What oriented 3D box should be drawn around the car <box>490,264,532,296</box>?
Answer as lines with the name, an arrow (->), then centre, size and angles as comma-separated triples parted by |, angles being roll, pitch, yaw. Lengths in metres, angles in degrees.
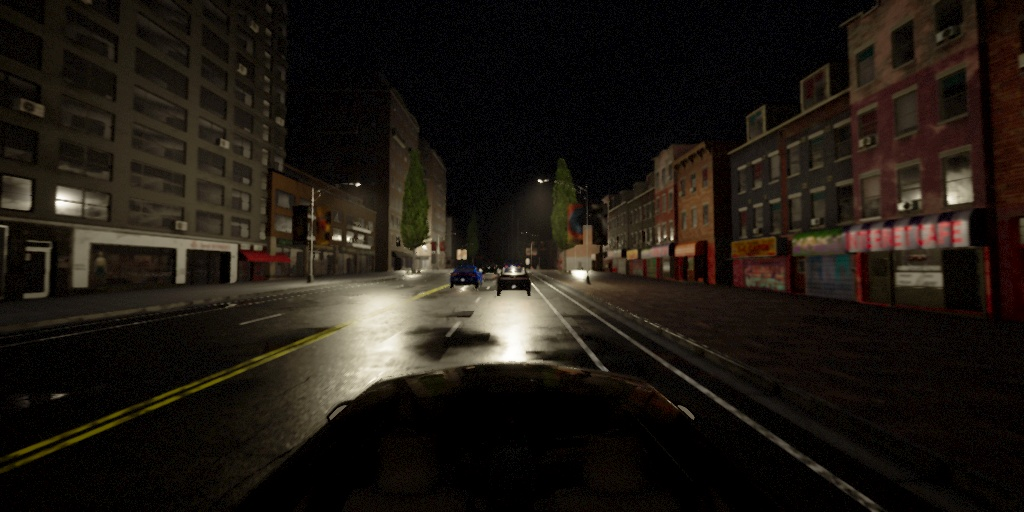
car -> 0.098, 1.379, 20.497 | 2.128, 1.511, 4.902 | 0, -1, 0

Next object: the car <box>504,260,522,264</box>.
car -> 0.098, 1.508, 47.201 | 2.150, 2.045, 5.566 | 0, -1, 0

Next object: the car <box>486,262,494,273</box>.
car -> -3.155, 1.707, 51.141 | 2.097, 1.767, 4.553 | 0, -1, 0

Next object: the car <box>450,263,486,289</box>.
car -> -3.152, 1.432, 25.500 | 1.882, 1.535, 5.008 | 0, -1, 0
